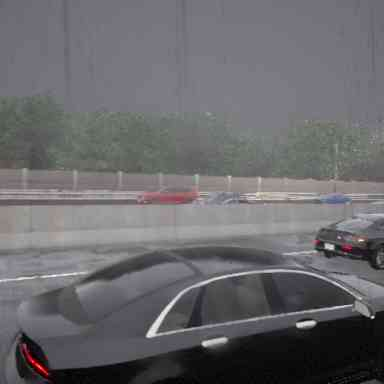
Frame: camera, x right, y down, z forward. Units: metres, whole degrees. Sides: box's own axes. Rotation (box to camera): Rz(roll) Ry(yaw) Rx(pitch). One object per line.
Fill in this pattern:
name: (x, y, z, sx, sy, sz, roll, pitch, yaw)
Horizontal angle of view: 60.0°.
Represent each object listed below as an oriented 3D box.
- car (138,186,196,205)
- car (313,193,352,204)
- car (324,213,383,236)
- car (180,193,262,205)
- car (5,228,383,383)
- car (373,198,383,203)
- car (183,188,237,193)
car: (-2.041, 0.449, 29.943, 5.566, 2.045, 2.150, 1, 1, -26)
car: (16.457, 0.921, 39.009, 5.008, 1.535, 1.882, 1, 1, -26)
car: (5.950, 1.402, 10.395, 4.674, 1.442, 1.812, 1, 2, -26)
car: (2.108, 1.042, 20.300, 4.902, 1.511, 2.128, 1, 2, -26)
car: (0.637, 1.416, 3.878, 4.892, 1.490, 1.837, 1, 2, -26)
car: (19.826, 1.253, 32.871, 5.357, 1.411, 2.033, 1, 2, -26)
car: (2.060, 0.809, 24.168, 4.553, 1.767, 2.097, 1, 2, -26)
